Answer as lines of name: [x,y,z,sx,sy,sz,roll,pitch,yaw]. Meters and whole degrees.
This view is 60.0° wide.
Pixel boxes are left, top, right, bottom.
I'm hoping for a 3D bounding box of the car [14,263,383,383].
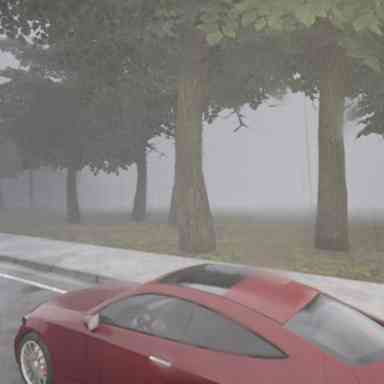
car: [0.018,1.535,3.536,4.674,1.442,1.812,0,0,35]
